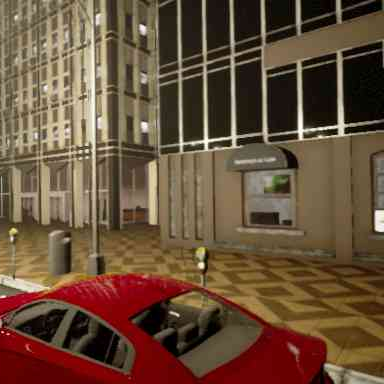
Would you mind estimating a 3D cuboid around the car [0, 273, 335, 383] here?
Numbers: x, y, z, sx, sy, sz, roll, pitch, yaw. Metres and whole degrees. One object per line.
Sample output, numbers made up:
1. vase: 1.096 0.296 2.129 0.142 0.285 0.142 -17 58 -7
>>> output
1. car: -0.916 1.575 3.533 4.507 1.381 1.887 -1 -1 35
